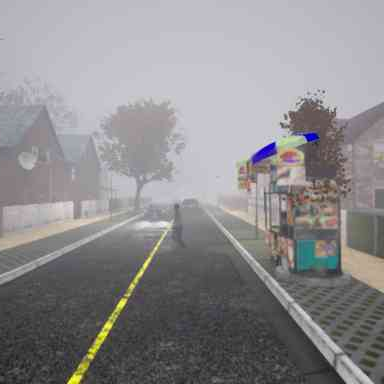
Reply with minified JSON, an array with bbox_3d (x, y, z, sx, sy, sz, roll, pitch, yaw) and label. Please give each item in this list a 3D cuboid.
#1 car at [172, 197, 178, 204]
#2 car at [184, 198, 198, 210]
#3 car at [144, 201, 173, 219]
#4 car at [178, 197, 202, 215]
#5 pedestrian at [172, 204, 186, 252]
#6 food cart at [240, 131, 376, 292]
[{"bbox_3d":[-3.110,1.816,70.127,2.033,1.411,5.357,0,0,0],"label":"car"},{"bbox_3d":[-0.153,1.620,45.751,1.837,1.490,4.892,0,0,0],"label":"car"},{"bbox_3d":[-3.000,1.642,28.997,1.895,1.301,4.718,0,0,0],"label":"car"},{"bbox_3d":[-0.085,1.415,34.464,2.097,1.767,4.553,0,0,0],"label":"car"},{"bbox_3d":[-0.526,1.301,12.512,0.375,1.860,0.375,1,-1,-1],"label":"pedestrian"},{"bbox_3d":[2.932,0.469,9.766,2.280,3.560,4.660,-1,-1,0],"label":"food cart"}]
